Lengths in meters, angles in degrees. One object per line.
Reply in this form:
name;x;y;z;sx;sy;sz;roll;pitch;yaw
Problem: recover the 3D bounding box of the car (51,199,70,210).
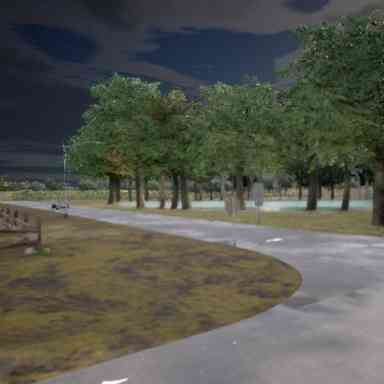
car;-19.551;1.844;49.363;2.128;1.511;4.902;-2;1;-35
